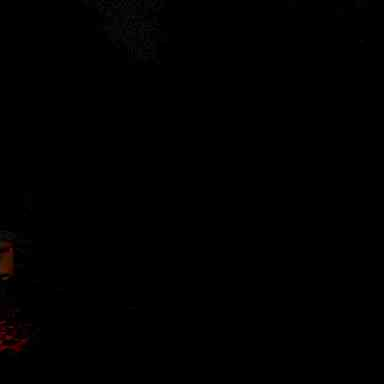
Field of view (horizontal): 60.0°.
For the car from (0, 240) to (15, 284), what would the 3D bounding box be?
[{"bbox_3d":[-6.361,1.455,8.224,5.008,1.535,1.882,0,0,35],"label":"car"}]
